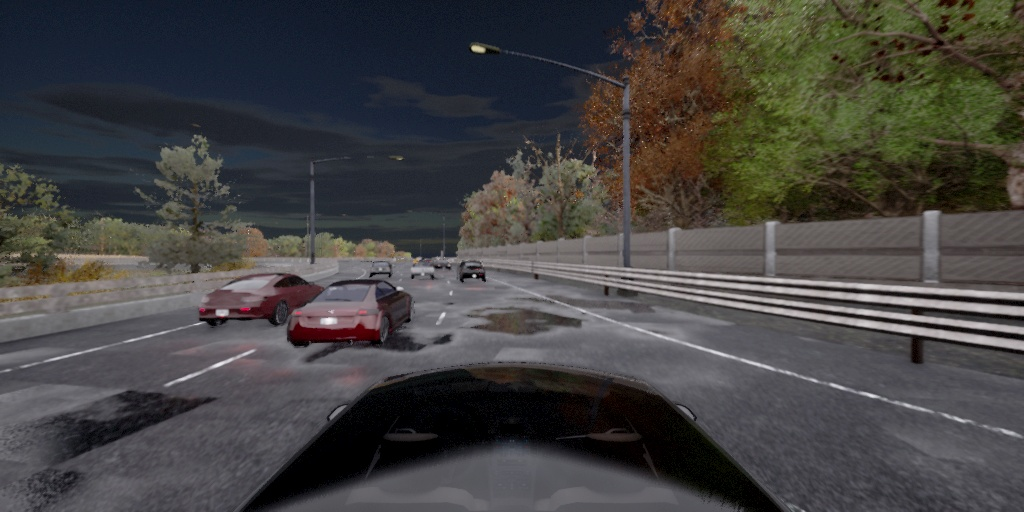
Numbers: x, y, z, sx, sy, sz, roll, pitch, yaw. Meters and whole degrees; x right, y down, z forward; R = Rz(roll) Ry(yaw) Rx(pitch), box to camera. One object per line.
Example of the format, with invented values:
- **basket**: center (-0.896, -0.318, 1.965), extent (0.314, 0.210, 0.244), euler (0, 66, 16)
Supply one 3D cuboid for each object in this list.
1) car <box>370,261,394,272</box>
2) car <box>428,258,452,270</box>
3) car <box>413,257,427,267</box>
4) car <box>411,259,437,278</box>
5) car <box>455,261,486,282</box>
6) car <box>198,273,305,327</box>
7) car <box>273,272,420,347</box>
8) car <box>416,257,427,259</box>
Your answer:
- **car**: center (-11.823, 1.161, 32.583), extent (2.033, 1.411, 5.357), euler (0, 0, -17)
- **car**: center (-8.891, 1.125, 44.558), extent (1.895, 1.301, 4.718), euler (0, 0, -22)
- **car**: center (-15.565, 0.933, 60.752), extent (1.882, 1.535, 5.008), euler (0, 0, -19)
- **car**: center (-7.922, 1.202, 31.583), extent (1.895, 1.301, 4.718), euler (0, 0, -16)
- **car**: center (-3.179, 1.110, 27.182), extent (1.837, 1.490, 4.892), euler (0, 0, -14)
- **car**: center (-7.539, 1.251, 11.373), extent (1.812, 1.442, 4.674), euler (0, 0, -5)
- **car**: center (-3.868, 1.285, 9.300), extent (1.994, 1.385, 4.181), euler (0, 0, -4)
- **car**: center (-12.978, 0.988, 54.325), extent (1.837, 1.490, 4.892), euler (0, 0, -22)
